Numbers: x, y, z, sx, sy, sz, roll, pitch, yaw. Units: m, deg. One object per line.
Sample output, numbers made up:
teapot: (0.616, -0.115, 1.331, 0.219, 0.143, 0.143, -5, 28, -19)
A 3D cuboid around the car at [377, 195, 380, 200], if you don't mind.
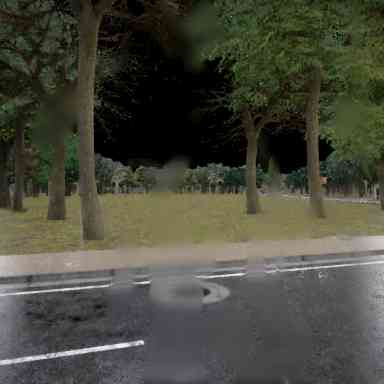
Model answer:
car: (45.449, 1.257, 79.946, 1.994, 1.385, 4.181, 0, 0, 5)
